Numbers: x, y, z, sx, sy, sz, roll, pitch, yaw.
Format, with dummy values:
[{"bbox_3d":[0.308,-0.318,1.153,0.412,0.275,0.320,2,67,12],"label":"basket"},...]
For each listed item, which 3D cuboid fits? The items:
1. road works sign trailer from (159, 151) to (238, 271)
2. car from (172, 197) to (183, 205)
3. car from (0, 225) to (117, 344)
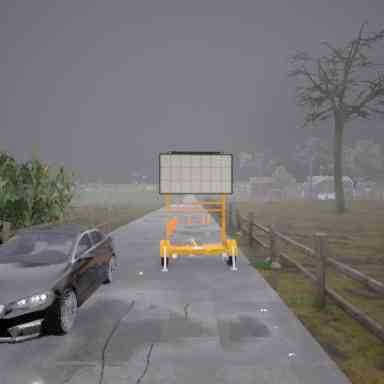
[{"bbox_3d":[0.115,0.476,10.977,2.380,3.560,2.880,0,0,-5],"label":"road works sign trailer"},{"bbox_3d":[-2.728,1.758,64.411,1.837,1.490,4.892,0,0,0],"label":"car"},{"bbox_3d":[-2.849,1.496,6.766,2.128,1.511,4.902,0,0,0],"label":"car"}]
